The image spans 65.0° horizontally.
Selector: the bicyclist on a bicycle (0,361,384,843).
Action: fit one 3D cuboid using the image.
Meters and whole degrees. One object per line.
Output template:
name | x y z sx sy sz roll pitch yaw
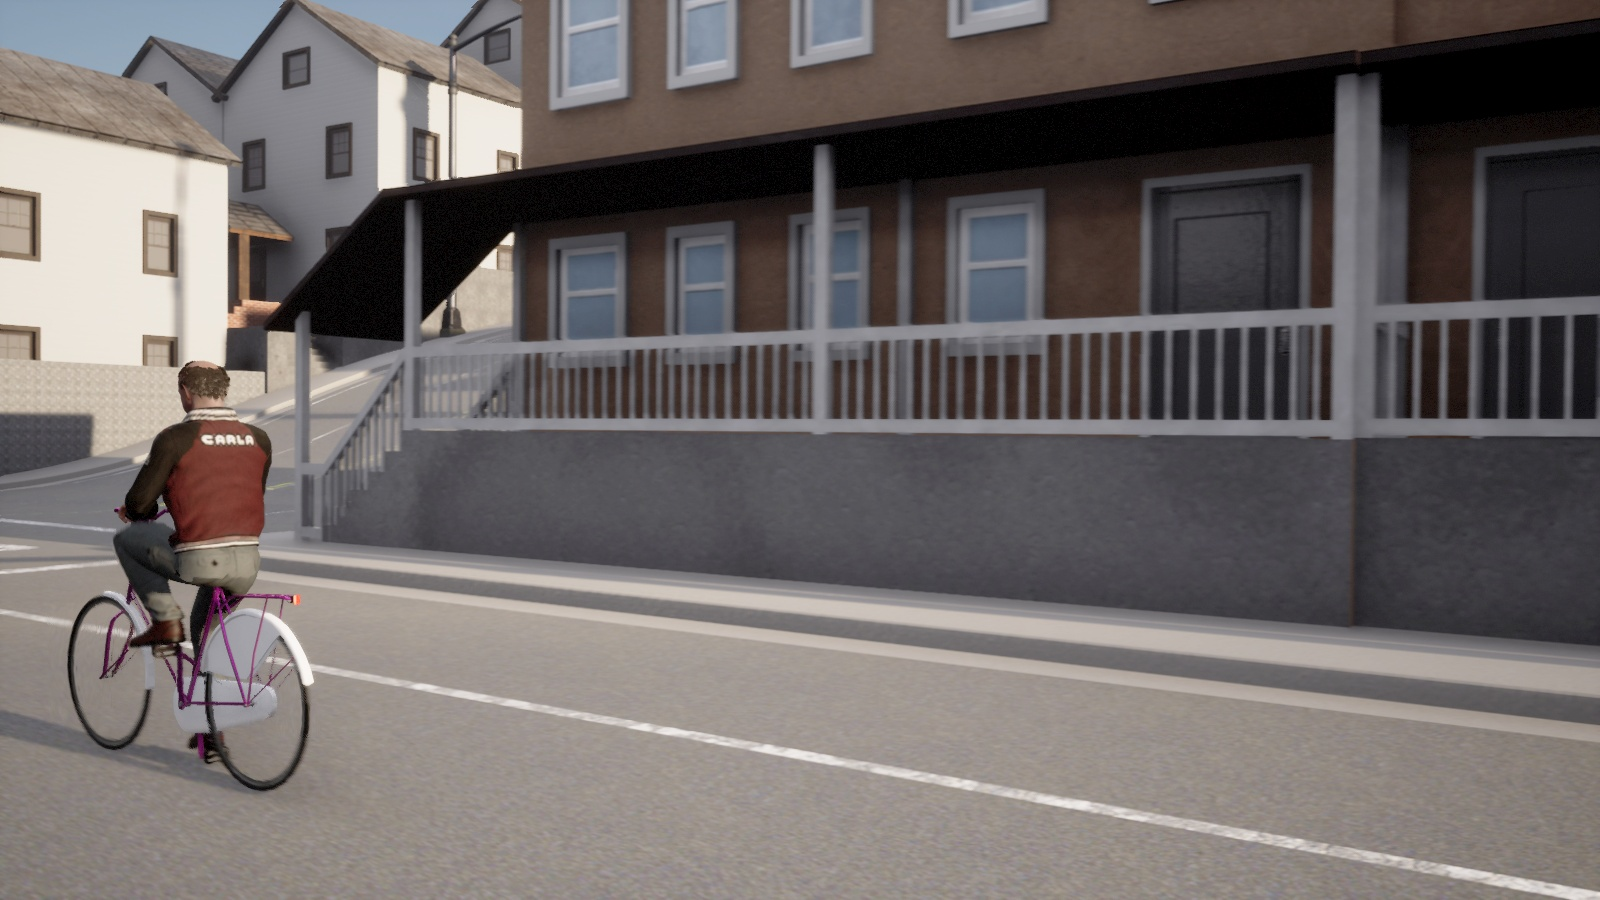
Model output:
bicyclist on a bicycle | -2.671 0.552 5.396 1.843 1.776 0.659 0 1 34
